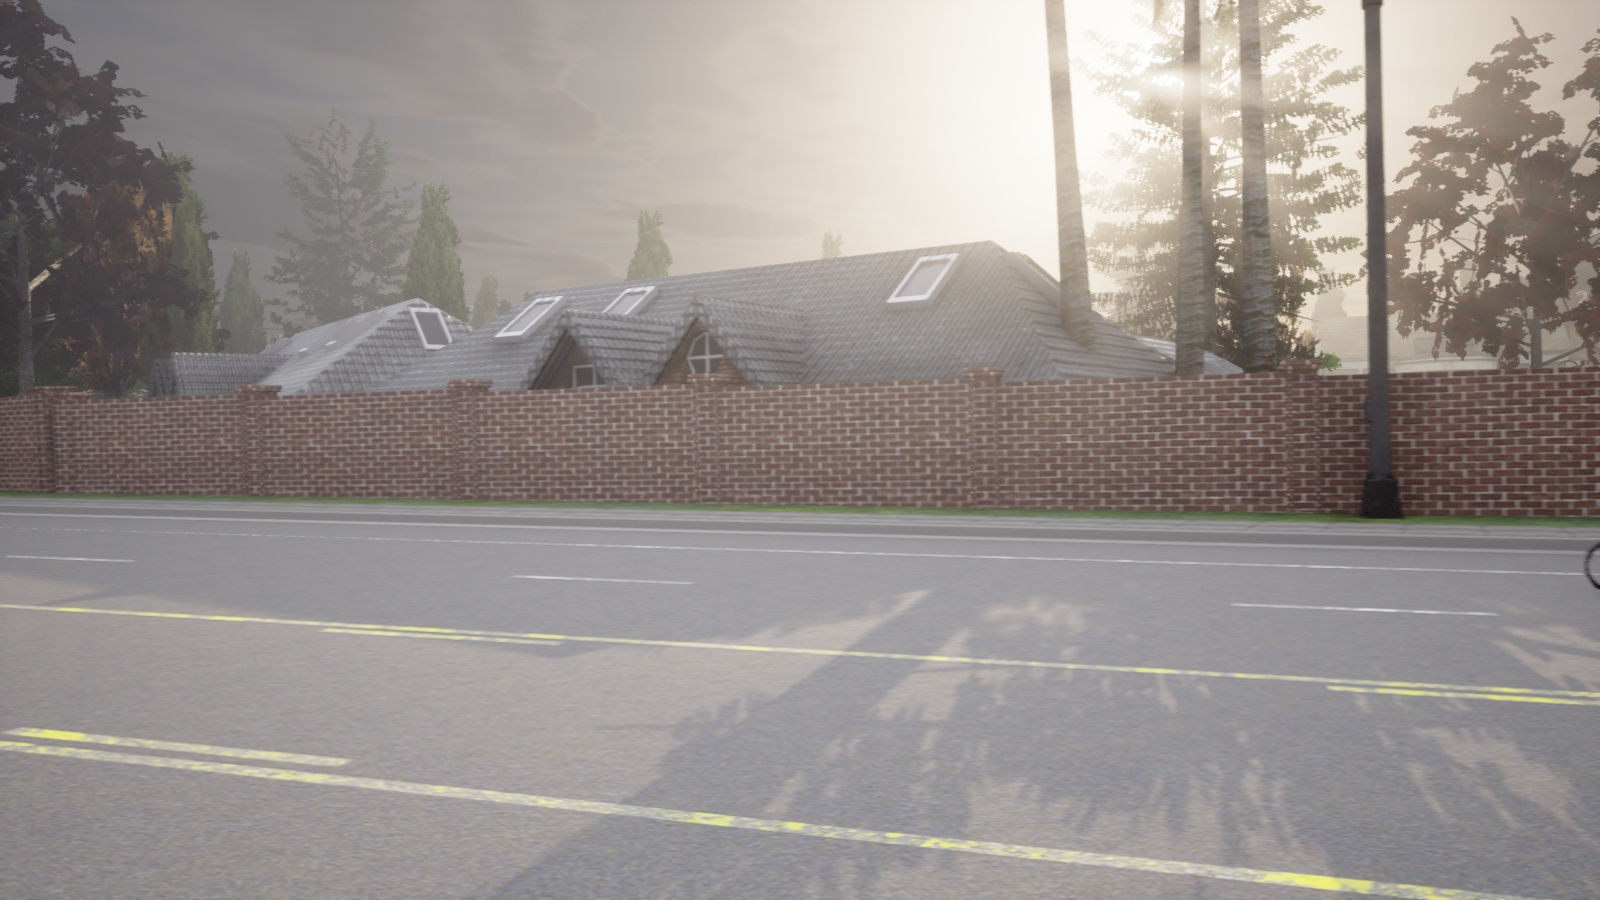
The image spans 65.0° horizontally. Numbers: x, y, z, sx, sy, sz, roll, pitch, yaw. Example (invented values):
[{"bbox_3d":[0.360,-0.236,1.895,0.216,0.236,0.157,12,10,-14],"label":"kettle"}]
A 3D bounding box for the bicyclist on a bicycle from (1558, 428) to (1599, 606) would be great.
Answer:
[{"bbox_3d":[7.973,0.606,11.582,1.509,1.612,0.866,0,1,19],"label":"bicyclist on a bicycle"}]
